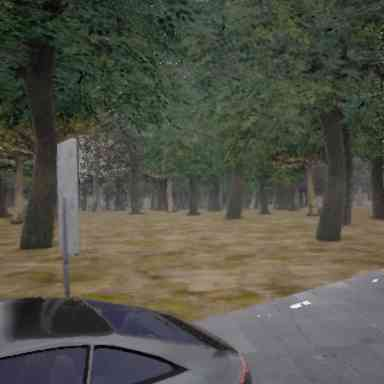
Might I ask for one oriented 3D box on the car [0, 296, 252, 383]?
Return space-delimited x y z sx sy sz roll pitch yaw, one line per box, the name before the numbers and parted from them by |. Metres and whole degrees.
car | -1.514 1.564 2.215 4.181 1.385 1.994 0 0 -35
